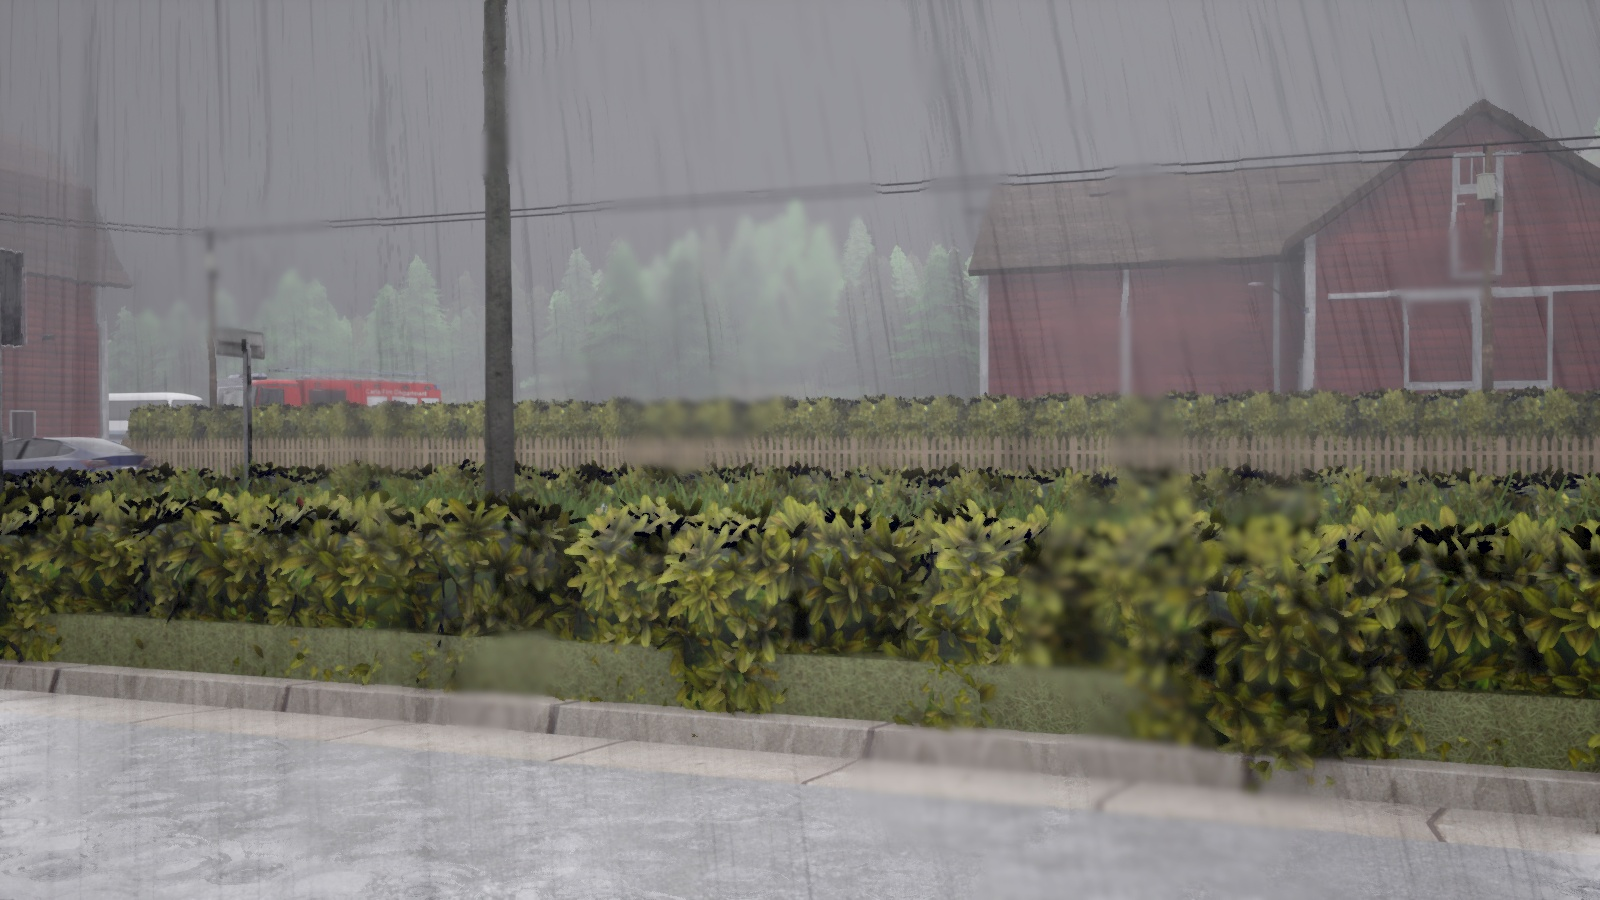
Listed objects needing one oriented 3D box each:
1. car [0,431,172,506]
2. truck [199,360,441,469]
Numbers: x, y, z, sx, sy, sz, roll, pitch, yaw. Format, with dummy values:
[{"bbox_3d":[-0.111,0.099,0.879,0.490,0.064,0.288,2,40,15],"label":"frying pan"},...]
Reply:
[{"bbox_3d":[-16.241,0.334,26.969,4.792,1.488,2.163,1,1,19],"label":"car"},{"bbox_3d":[-18.321,-1.334,48.543,2.891,3.827,8.468,1,1,38],"label":"truck"}]
